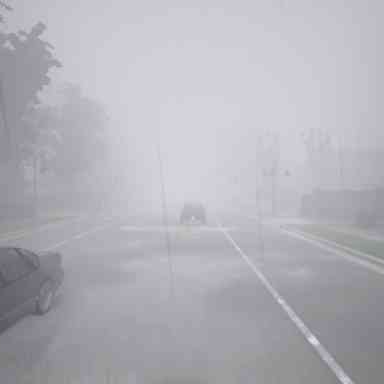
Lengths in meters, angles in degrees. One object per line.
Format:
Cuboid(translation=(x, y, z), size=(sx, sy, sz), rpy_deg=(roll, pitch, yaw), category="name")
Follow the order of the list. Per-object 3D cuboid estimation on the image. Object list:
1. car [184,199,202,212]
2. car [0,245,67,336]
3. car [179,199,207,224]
Cuboid(translation=(0.074, 1.551, 39.041), size=(1.994, 1.385, 4.181), rpy_deg=(0, 0, 0), category="car")
Cuboid(translation=(-3.595, 1.551, 4.827), size=(2.033, 1.411, 5.357), rpy_deg=(0, 0, 0), category="car")
Cuboid(translation=(0.079, 1.519, 25.015), size=(1.837, 1.490, 4.892), rpy_deg=(0, 0, 0), category="car")
